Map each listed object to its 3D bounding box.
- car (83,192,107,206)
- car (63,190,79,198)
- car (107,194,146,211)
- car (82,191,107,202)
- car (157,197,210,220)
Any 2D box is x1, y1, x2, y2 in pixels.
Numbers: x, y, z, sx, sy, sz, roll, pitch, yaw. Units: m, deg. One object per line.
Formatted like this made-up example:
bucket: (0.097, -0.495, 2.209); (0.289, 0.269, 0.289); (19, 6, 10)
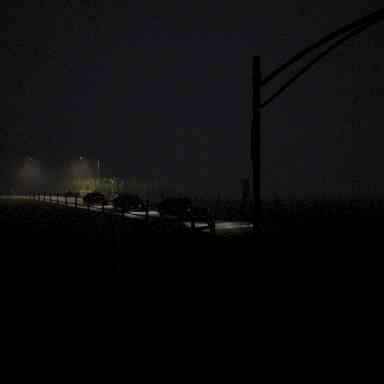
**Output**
car: (-11.701, 0.815, 40.026); (1.812, 1.442, 4.674); (0, 1, -35)
car: (-22.519, 0.355, 62.029); (1.882, 1.535, 5.008); (0, 1, -35)
car: (-6.101, 0.970, 31.951); (1.837, 1.490, 4.892); (0, 1, -35)
car: (-15.080, 0.651, 51.332); (2.033, 1.411, 5.357); (0, 1, -35)
car: (-0.708, 1.114, 24.192); (1.882, 1.535, 5.008); (0, 1, -35)
